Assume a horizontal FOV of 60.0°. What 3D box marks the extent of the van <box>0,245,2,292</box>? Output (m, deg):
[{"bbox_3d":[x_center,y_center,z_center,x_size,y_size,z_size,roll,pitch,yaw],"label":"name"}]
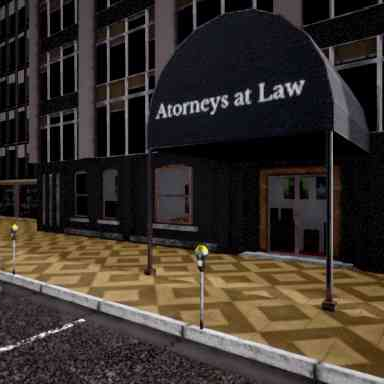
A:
[{"bbox_3d":[-5.576,1.341,6.853,3.998,1.788,1.690,0,0,36],"label":"van"}]
